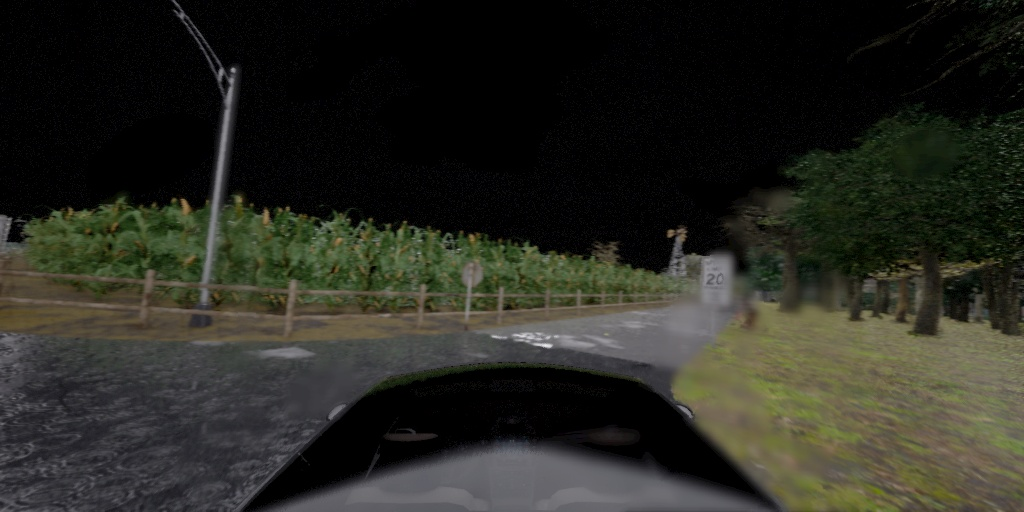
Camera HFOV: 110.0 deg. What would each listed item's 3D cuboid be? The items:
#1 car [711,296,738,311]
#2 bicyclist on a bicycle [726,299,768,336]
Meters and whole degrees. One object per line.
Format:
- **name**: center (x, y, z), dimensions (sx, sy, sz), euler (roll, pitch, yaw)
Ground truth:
- **car**: center (22.640, 5.116, 38.527), dimensions (1.994, 1.385, 4.181), euler (1, -5, 36)
- **bicyclist on a bicycle**: center (11.000, 2.846, 16.775), dimensions (1.656, 1.620, 0.582), euler (4, -3, 35)
